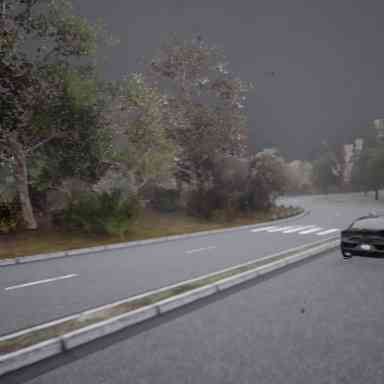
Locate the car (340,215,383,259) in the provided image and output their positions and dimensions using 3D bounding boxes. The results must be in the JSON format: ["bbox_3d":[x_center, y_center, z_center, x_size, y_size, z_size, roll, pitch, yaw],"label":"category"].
[{"bbox_3d":[7.188,1.617,12.553,1.882,1.535,5.008,-2,-1,41],"label":"car"}]
